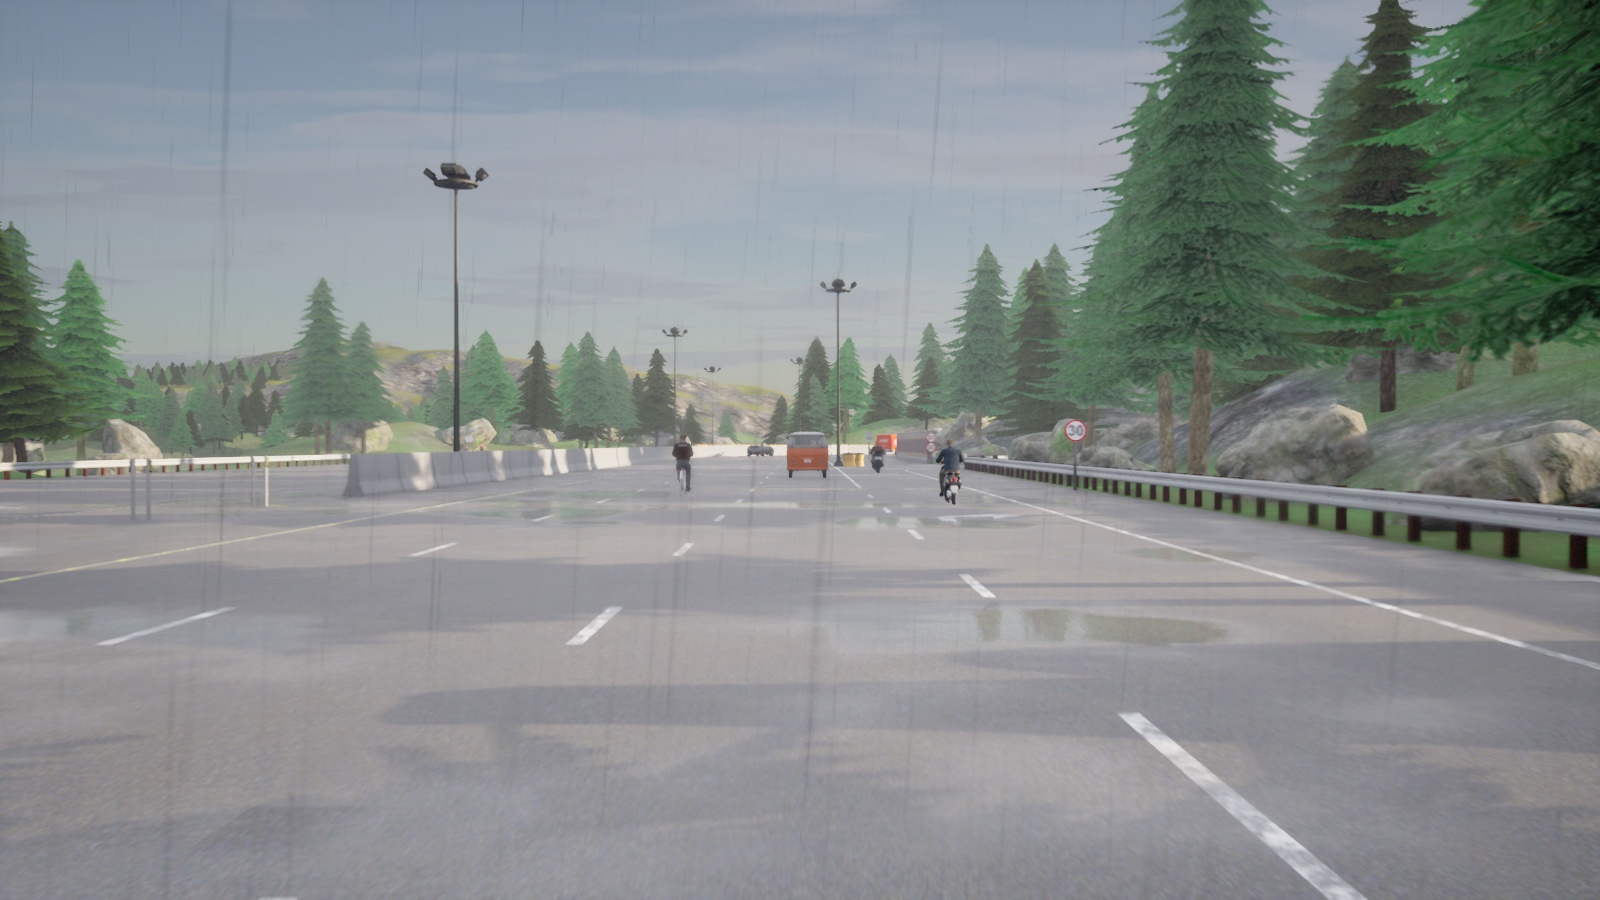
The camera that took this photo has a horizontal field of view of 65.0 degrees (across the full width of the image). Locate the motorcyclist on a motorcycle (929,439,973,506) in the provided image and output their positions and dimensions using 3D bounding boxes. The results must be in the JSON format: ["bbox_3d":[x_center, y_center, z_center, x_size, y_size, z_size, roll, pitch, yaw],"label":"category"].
[{"bbox_3d":[3.693,0.529,30.875,0.866,1.590,1.817,0,0,0],"label":"motorcyclist on a motorcycle"}]

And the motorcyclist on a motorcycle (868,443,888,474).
[{"bbox_3d":[3.876,0.430,62.862,0.866,1.530,2.191,0,0,0],"label":"motorcyclist on a motorcycle"}]

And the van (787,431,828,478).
[{"bbox_3d":[0.336,0.187,55.616,1.775,1.987,4.442,0,0,0],"label":"van"}]
